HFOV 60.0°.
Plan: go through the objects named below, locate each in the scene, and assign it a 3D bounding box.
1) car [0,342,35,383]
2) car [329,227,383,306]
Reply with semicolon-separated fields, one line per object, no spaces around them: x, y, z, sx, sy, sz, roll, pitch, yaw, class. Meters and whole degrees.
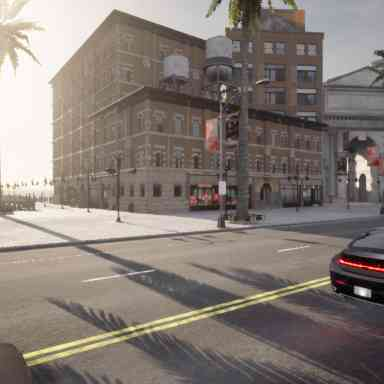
-3.440;1.547;1.282;5.357;1.411;2.033;0;0;-36;car
4.966;1.505;7.252;4.892;1.490;1.837;0;0;-36;car
